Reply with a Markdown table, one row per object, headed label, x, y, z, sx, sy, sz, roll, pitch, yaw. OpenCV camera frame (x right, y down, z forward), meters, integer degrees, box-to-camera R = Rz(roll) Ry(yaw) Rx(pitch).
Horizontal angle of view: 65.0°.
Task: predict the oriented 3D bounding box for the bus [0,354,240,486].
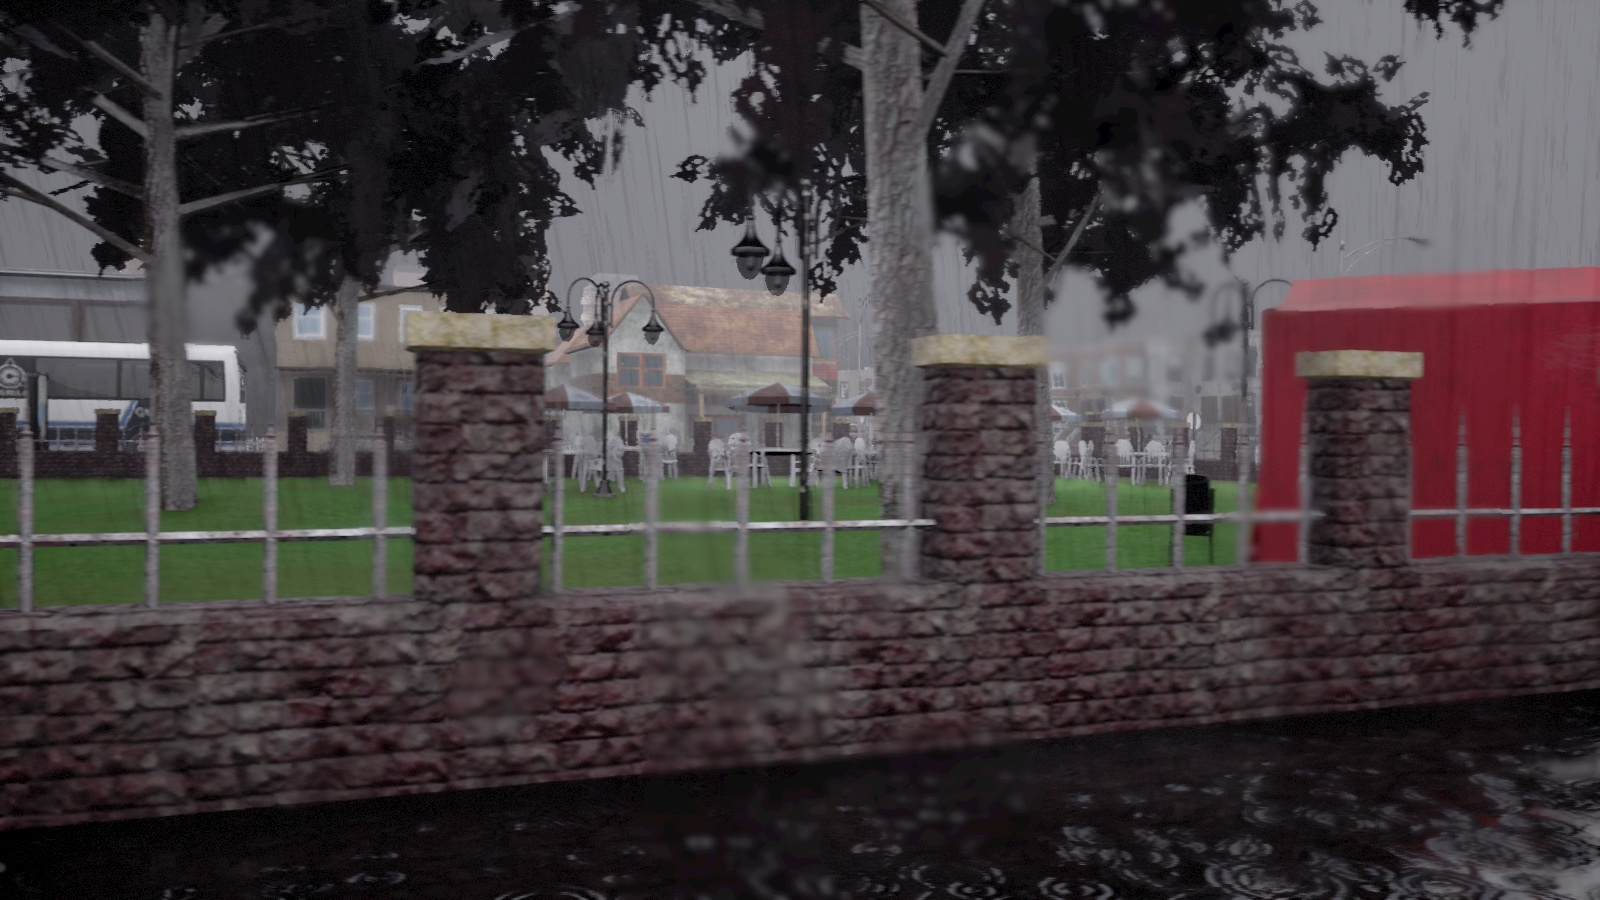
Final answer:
| label | x | y | z | sx | sy | sz | roll | pitch | yaw |
| --- | --- | --- | --- | --- | --- | --- | --- | --- | --- |
| bus | -24.871 | -1.005 | 42.736 | 10.273 | 4.253 | 3.944 | -1 | 1 | -20 |

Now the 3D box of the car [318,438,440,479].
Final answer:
| label | x | y | z | sx | sy | sz | roll | pitch | yaw |
| --- | --- | --- | --- | --- | --- | --- | --- | --- | --- |
| car | -15.529 | 0.277 | 46.293 | 4.181 | 1.385 | 1.994 | -1 | 1 | -21 |

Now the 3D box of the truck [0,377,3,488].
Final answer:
| label | x | y | z | sx | sy | sz | roll | pitch | yaw |
| --- | --- | --- | --- | --- | --- | --- | --- | --- | --- |
| truck | -28.521 | -0.479 | 37.072 | 7.936 | 3.462 | 2.891 | -1 | 1 | -19 |
